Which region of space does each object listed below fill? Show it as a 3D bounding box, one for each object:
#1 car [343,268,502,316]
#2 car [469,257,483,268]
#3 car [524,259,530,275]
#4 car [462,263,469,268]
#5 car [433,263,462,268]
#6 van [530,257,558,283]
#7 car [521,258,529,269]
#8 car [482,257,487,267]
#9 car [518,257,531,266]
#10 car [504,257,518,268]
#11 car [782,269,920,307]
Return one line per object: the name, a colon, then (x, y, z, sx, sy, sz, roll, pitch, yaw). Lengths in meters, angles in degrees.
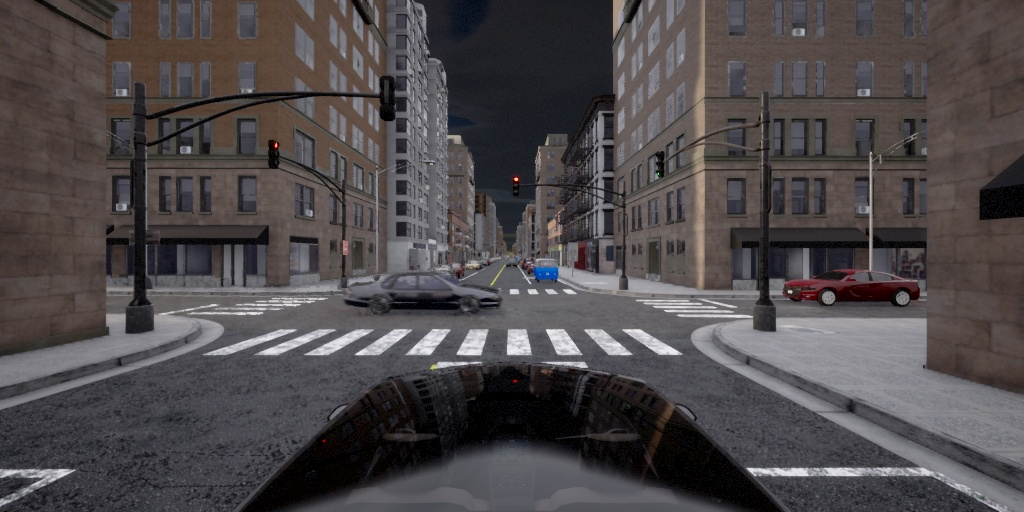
car: (-3.058, 1.288, 12.809, 5.357, 1.411, 2.033, 0, 0, 0)
car: (-5.478, 1.270, 50.490, 1.751, 1.417, 4.829, 0, 0, 0)
car: (2.568, 1.330, 39.318, 1.802, 1.307, 4.207, 0, 0, 0)
car: (-5.447, 1.294, 33.614, 1.888, 1.381, 4.507, 0, 0, 0)
car: (-5.436, 1.299, 27.932, 2.007, 1.370, 4.403, 0, 0, 0)
van: (2.589, 1.090, 27.956, 1.690, 1.789, 3.998, 0, 0, 0)
car: (2.547, 1.326, 50.681, 1.802, 1.307, 4.207, 0, 0, 0)
car: (-5.489, 1.306, 56.342, 1.948, 1.339, 4.313, 0, 0, 0)
car: (2.536, 1.055, 56.363, 2.192, 1.841, 5.009, 0, 0, 0)
car: (-0.013, 1.338, 61.567, 1.895, 1.301, 4.718, 0, 0, 0)
car: (14.789, 1.326, 15.820, 5.008, 1.535, 1.882, 0, 0, 1)
